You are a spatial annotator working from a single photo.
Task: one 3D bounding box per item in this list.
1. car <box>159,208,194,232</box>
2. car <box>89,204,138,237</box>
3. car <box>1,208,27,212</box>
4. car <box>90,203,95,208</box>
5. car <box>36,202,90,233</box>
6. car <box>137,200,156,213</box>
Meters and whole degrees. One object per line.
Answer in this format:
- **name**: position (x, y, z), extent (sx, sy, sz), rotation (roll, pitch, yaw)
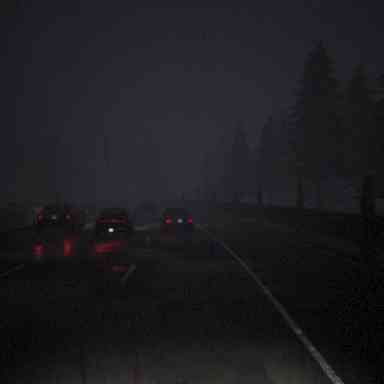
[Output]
- **car**: position (-1.026, 1.704, 21.199), extent (2.033, 1.411, 5.357), rotation (0, 0, -8)
- **car**: position (-4.300, 1.645, 18.887), extent (1.837, 1.490, 4.892), rotation (0, 0, -7)
- **car**: position (-18.478, 1.734, 34.531), extent (1.882, 1.535, 5.008), rotation (0, -1, -18)
- **car**: position (-12.364, 1.890, 39.080), extent (1.895, 1.301, 4.718), rotation (0, 0, -18)
- **car**: position (-8.117, 1.508, 21.006), extent (2.097, 1.767, 4.553), rotation (0, 0, -8)
- **car**: position (-5.717, 1.781, 41.093), extent (1.882, 1.535, 5.008), rotation (0, -1, -18)
